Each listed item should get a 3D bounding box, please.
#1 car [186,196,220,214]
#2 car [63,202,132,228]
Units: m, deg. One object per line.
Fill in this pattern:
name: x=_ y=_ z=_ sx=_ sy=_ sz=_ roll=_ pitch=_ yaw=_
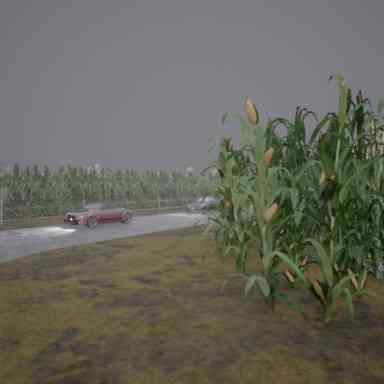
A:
car: x=1.391 y=1.135 z=30.350 sx=1.812 sy=1.442 sz=4.674 roll=1 pitch=2 yaw=36
car: x=-5.702 y=1.346 z=20.519 sx=1.994 sy=1.385 sz=4.181 roll=1 pitch=2 yaw=36
